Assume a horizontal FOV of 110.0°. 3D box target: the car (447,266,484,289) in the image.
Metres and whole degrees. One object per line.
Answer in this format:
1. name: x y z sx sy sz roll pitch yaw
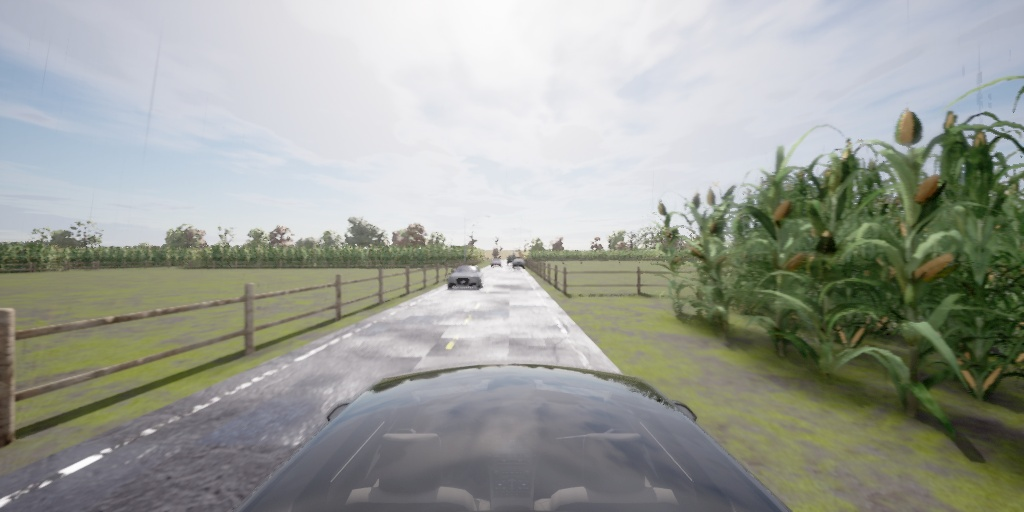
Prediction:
1. car: -2.841 1.312 22.727 1.994 1.385 4.181 0 0 0

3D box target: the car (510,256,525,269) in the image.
1. car: 0.977 1.234 55.832 1.837 1.490 4.892 0 0 0

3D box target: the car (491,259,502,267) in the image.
1. car: -2.759 1.250 63.351 1.812 1.442 4.674 0 0 1
